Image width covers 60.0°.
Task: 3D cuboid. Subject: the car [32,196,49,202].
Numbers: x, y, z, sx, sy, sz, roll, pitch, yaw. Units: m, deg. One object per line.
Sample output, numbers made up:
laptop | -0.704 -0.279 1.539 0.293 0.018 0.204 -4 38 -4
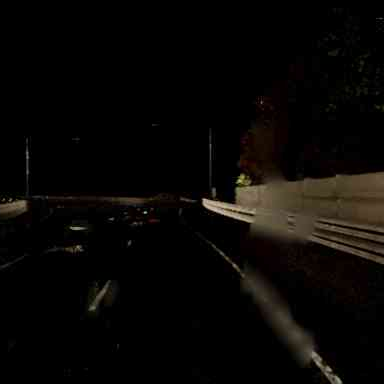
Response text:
car | -39.014 1.690 85.445 4.902 1.511 2.128 0 0 39

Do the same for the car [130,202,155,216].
car | -4.968 1.624 32.726 1.895 1.301 4.718 0 0 -17

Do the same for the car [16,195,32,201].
car | -40.959 1.681 82.517 4.892 1.490 1.837 0 0 39

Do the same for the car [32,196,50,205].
car | -28.953 1.656 64.551 2.128 1.511 4.902 0 0 -37
